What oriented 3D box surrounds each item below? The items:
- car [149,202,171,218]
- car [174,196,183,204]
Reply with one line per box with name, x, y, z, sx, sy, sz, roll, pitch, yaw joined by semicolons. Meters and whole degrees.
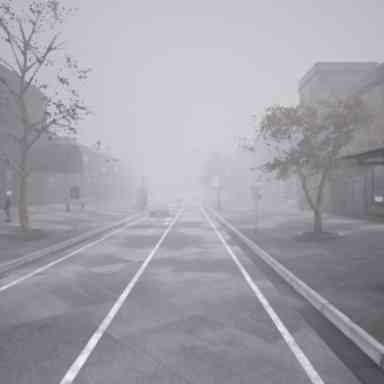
car;-3.096;1.750;33.039;1.812;1.442;4.674;0;-1;0
car;-3.003;1.775;73.871;1.837;1.490;4.892;0;0;0
